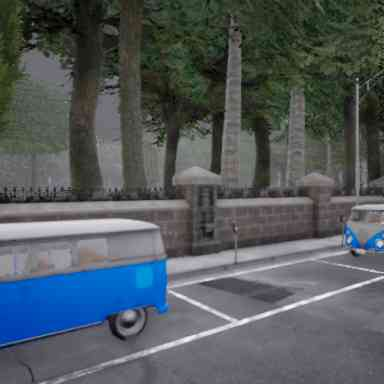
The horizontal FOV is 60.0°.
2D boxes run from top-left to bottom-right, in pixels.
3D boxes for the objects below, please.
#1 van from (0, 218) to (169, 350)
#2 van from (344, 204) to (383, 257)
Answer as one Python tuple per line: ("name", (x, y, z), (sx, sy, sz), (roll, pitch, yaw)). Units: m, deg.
("van", (-2.284, 1.339, 4.907), (3.998, 1.788, 1.690), (0, 0, -36))
("van", (6.917, 1.305, 11.493), (3.998, 1.788, 1.690), (0, 0, -36))
